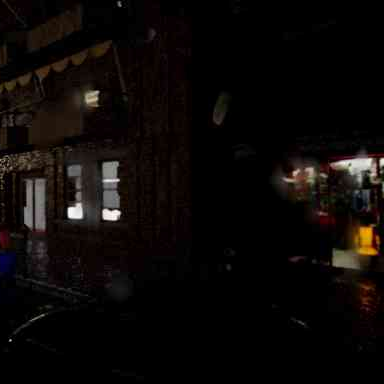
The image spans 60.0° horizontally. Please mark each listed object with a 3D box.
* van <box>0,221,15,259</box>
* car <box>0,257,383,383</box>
[{"bbox_3d":[-5.138,1.348,6.552,3.998,1.788,1.690,0,-1,36],"label":"van"},{"bbox_3d":[-0.533,1.565,3.266,4.313,1.339,1.947,0,-1,36],"label":"car"}]
